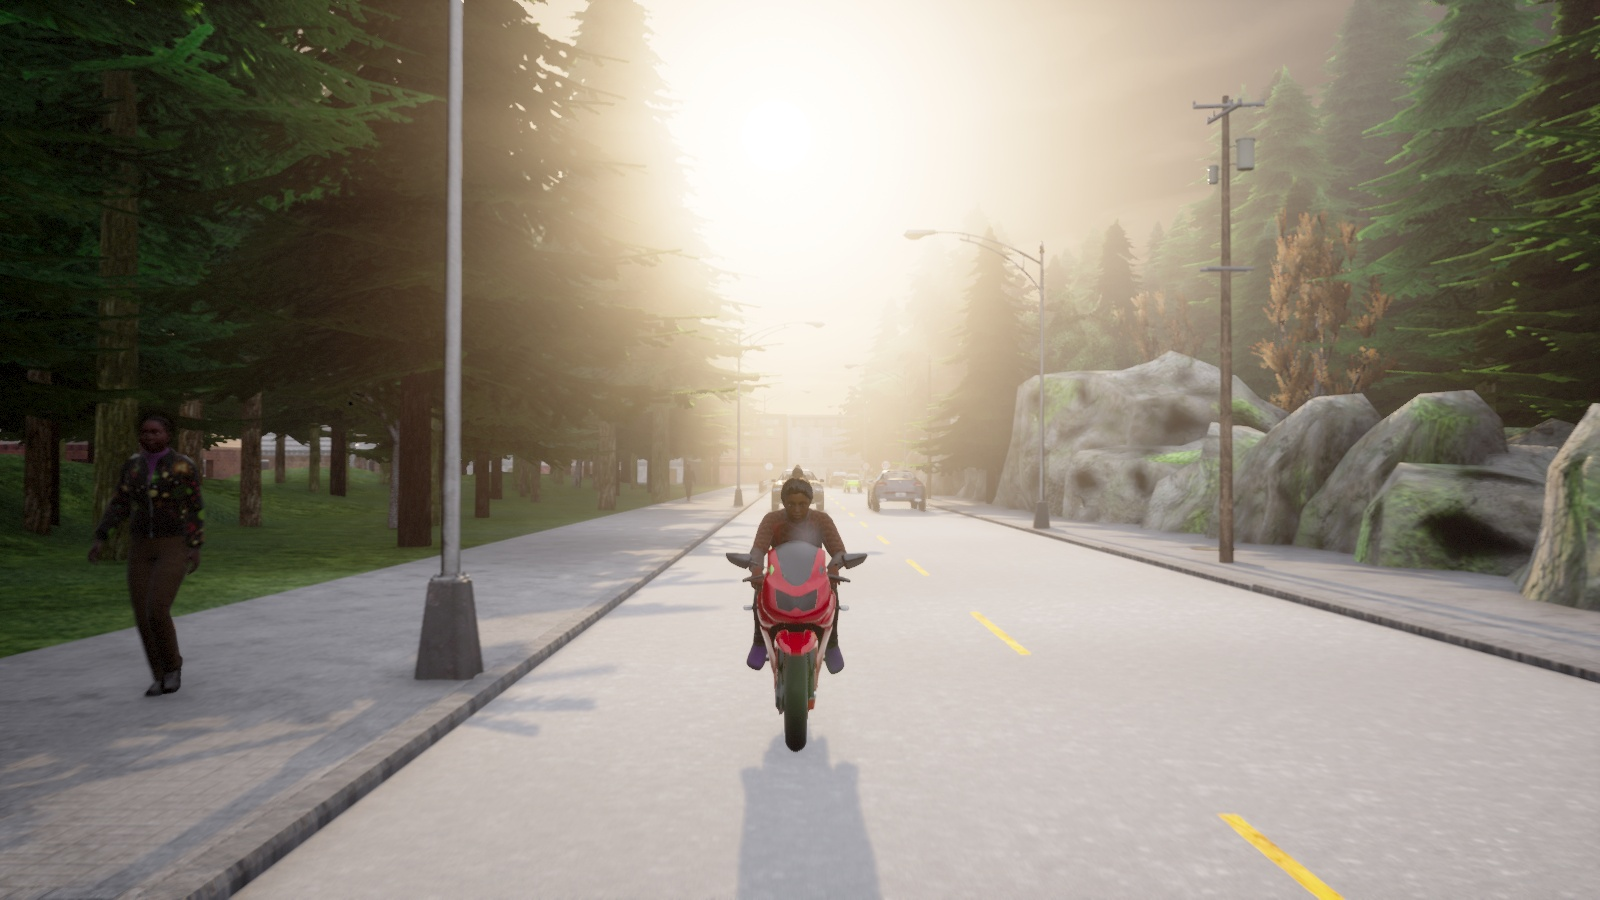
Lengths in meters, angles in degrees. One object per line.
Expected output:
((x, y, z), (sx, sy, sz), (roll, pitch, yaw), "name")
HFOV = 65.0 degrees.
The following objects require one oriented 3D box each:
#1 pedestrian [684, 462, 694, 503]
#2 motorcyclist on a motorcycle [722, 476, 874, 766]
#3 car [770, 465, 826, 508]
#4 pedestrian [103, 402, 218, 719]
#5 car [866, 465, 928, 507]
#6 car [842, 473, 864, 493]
((-5.299, 1.552, 60.112), (0.423, 1.949, 0.788), (0, -1, -1), "pedestrian")
((-0.014, 0.925, 7.667), (0.797, 1.523, 2.044), (0, -1, 0), "motorcyclist on a motorcycle")
((-0.078, 1.446, 50.919), (2.152, 1.651, 5.027), (0, -1, 0), "car")
((-4.062, 0.675, 8.013), (0.395, 1.930, 0.692), (0, -1, -3), "pedestrian")
((3.921, 1.440, 51.511), (2.152, 1.651, 5.027), (0, -1, 0), "car")
((3.853, 2.381, 91.189), (1.481, 1.376, 2.207), (0, -1, 0), "car")
